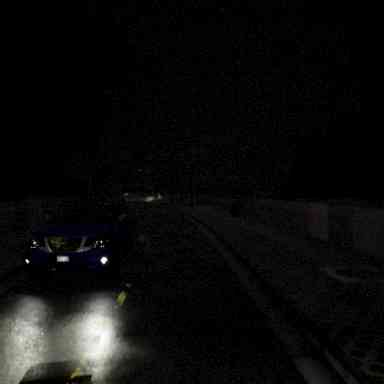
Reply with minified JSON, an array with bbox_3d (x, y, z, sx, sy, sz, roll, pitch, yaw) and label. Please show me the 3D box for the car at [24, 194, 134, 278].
[{"bbox_3d":[-3.168,1.217,10.567,2.150,2.045,5.566,0,0,-3],"label":"car"}]
